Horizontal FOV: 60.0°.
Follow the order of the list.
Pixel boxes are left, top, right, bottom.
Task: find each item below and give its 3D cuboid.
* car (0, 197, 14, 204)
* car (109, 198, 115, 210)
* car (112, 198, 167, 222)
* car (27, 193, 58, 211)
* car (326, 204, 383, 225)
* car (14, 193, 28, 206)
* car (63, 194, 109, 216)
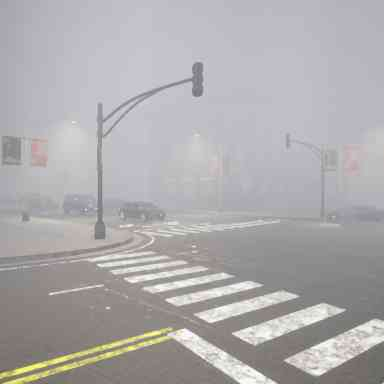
[{"bbox_3d":[-33.616,1.532,61.001,1.994,1.385,4.181,0,0,-45],"label":"car"},{"bbox_3d":[-10.131,1.470,42.029,1.882,1.535,5.008,0,0,-45],"label":"car"},{"bbox_3d":[-4.013,1.495,26.412,1.837,1.490,4.892,0,0,-44],"label":"car"},{"bbox_3d":[-18.109,1.333,40.569,2.097,1.767,4.553,0,0,-45],"label":"car"},{"bbox_3d":[11.924,1.572,24.163,4.181,1.385,1.994,0,0,-19],"label":"car"},{"bbox_3d":[-26.039,1.198,53.402,5.566,2.045,2.150,0,0,45],"label":"car"},{"bbox_3d":[-11.021,1.207,33.446,2.150,2.045,5.566,0,0,-45],"label":"car"}]
